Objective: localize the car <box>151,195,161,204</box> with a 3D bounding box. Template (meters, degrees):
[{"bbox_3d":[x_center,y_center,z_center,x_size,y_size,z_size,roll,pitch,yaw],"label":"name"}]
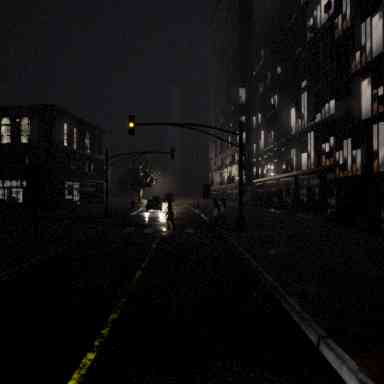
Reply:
[{"bbox_3d":[-7.153,1.483,65.566,1.837,1.490,4.892,0,1,-7],"label":"car"}]

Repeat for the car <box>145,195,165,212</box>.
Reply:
[{"bbox_3d":[-4.451,1.471,39.338,1.882,1.535,5.008,0,0,-5],"label":"car"}]

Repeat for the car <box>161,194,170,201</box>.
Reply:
[{"bbox_3d":[-6.366,1.335,79.426,1.812,1.442,4.674,0,0,-10],"label":"car"}]

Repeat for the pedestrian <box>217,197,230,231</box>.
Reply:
[{"bbox_3d":[1.692,1.145,17.784,0.375,1.860,0.375,1,-1,-2],"label":"pedestrian"}]

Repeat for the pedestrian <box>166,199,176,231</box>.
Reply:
[{"bbox_3d":[-1.245,1.295,19.028,0.375,1.860,0.375,1,-1,-2],"label":"pedestrian"}]

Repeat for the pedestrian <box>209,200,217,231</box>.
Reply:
[{"bbox_3d":[1.299,1.297,18.659,0.375,1.860,0.375,1,-1,-2],"label":"pedestrian"}]

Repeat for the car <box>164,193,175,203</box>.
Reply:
[{"bbox_3d":[-4.824,1.207,69.158,2.150,2.045,5.566,0,0,-8],"label":"car"}]
